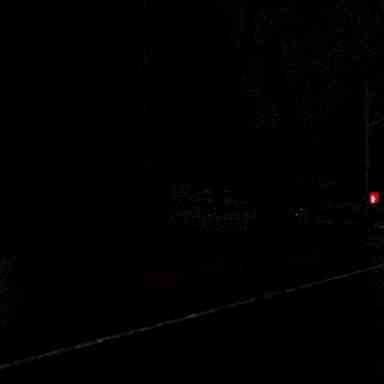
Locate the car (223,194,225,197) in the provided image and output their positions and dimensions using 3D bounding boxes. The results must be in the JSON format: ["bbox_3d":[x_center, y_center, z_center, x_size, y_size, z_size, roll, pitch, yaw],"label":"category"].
[{"bbox_3d":[7.017,1.092,94.380,1.905,1.878,3.866,0,0,-37],"label":"car"}]

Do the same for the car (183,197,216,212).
[{"bbox_3d":[1.351,1.579,37.237,1.994,1.385,4.181,0,0,-37],"label":"car"}]

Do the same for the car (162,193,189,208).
[{"bbox_3d":[-2.974,1.367,49.091,2.097,1.767,4.553,0,0,-36],"label":"car"}]

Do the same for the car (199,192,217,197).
[{"bbox_3d":[4.930,1.113,92.316,1.932,1.855,4.605,0,0,-37],"label":"car"}]

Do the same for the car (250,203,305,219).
[{"bbox_3d":[7.412,1.616,29.219,1.895,1.301,4.718,0,0,-37],"label":"car"}]
